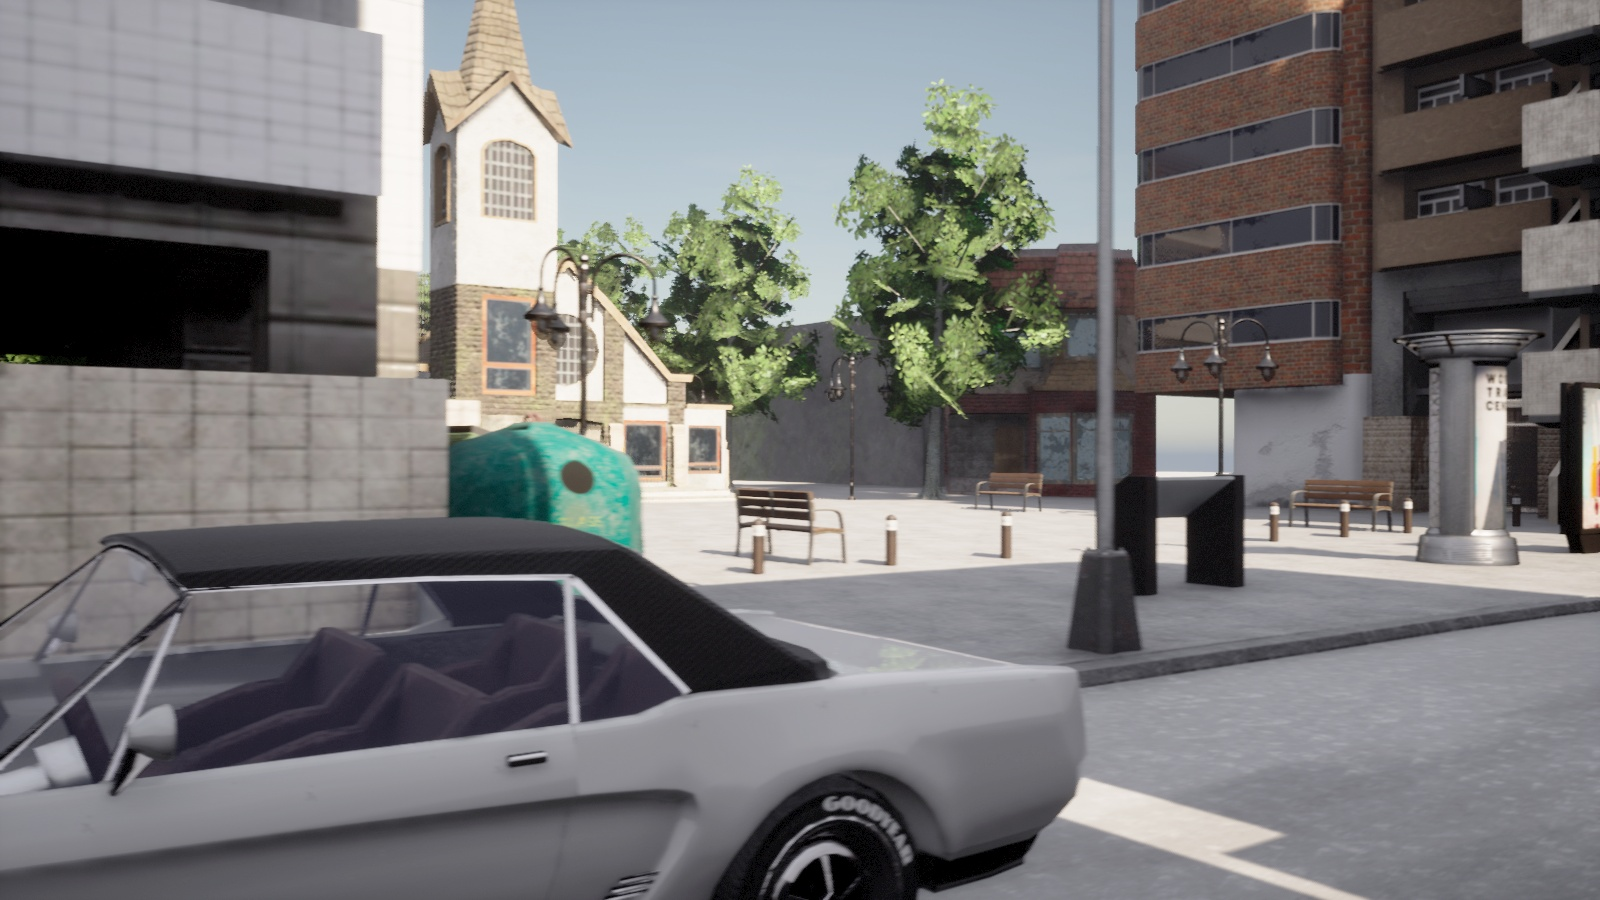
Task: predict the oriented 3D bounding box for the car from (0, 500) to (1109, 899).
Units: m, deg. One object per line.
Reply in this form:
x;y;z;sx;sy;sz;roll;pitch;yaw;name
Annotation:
-1.547;0.857;3.197;4.718;1.301;1.895;0;0;-35;car
